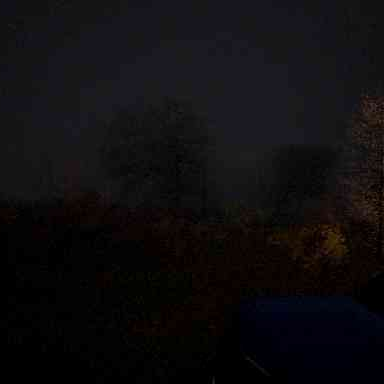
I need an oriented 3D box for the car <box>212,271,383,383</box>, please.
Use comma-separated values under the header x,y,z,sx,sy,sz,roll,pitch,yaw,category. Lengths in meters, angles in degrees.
x,y,z,sx,sy,sz,roll,pitch,yaw,category
2.970,1.523,2.881,5.566,2.045,2.150,3,-2,2,car
